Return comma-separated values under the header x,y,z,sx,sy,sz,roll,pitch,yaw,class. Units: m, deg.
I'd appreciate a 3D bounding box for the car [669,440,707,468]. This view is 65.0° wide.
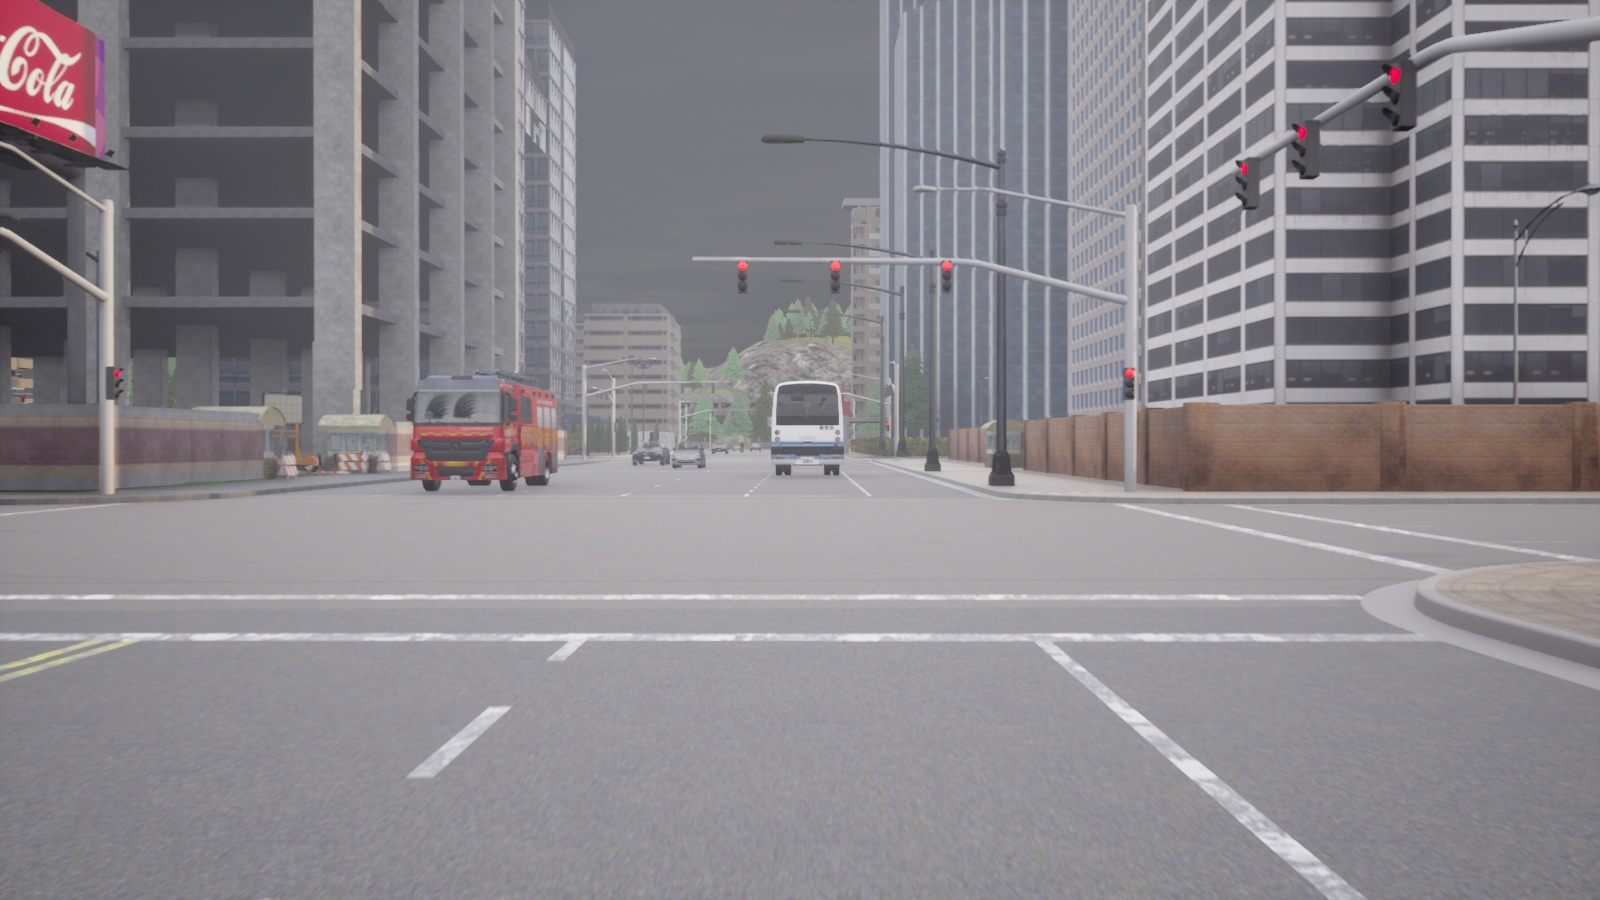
x,y,z,sx,sy,sz,roll,pitch,yaw,class
-6.560,0.221,74.026,1.851,1.617,3.988,0,0,0,car

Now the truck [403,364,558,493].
x,y,z,sx,sy,sz,roll,pitch,yaw,class
-10.247,-0.660,41.310,2.891,3.827,8.468,0,0,0,truck

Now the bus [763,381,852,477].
x,y,z,sx,sy,sz,roll,pitch,yaw,class
0.365,-0.973,60.863,3.944,4.253,10.273,0,0,0,bus

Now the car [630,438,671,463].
x,y,z,sx,sy,sz,roll,pitch,yaw,class
-10.001,0.040,84.466,2.152,1.651,5.027,0,0,0,car
